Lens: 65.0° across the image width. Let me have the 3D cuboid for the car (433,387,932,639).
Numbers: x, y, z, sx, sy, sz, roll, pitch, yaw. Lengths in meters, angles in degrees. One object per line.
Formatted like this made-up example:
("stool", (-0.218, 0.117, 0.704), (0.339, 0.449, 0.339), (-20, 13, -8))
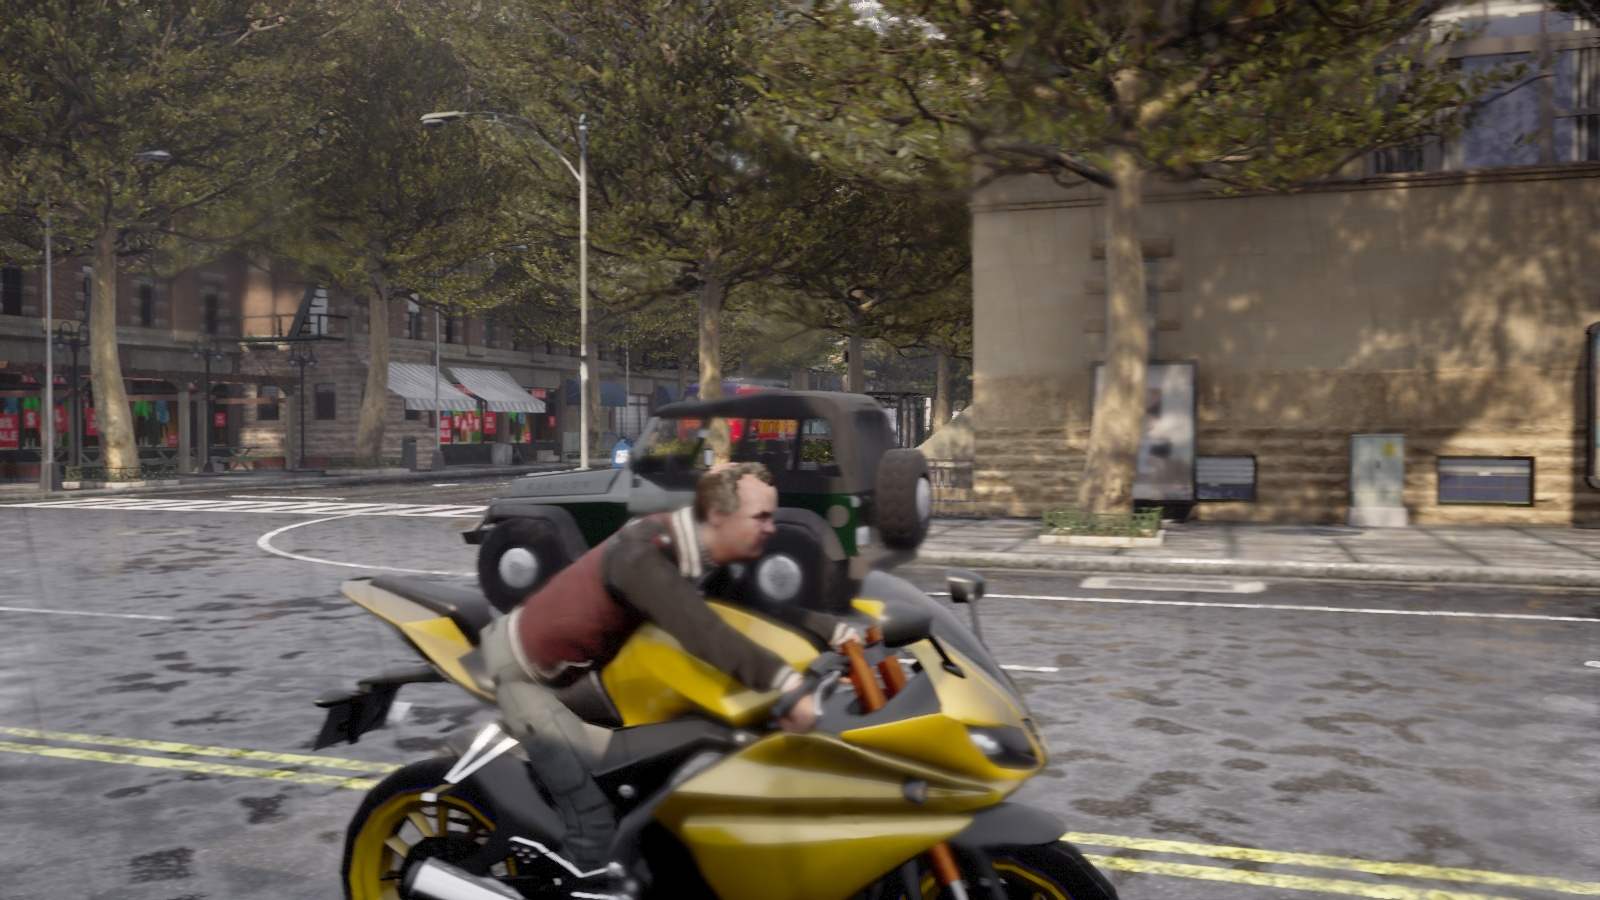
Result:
("car", (-0.970, 0.437, 10.894), (3.866, 1.878, 1.905), (1, 1, 19))

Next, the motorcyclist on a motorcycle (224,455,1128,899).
("motorcyclist on a motorcycle", (-0.309, 0.805, 3.300), (2.191, 1.530, 0.866), (1, 1, 19))

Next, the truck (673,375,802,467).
("truck", (-2.659, -1.293, 56.953), (2.891, 3.827, 8.468), (1, 1, 19))
